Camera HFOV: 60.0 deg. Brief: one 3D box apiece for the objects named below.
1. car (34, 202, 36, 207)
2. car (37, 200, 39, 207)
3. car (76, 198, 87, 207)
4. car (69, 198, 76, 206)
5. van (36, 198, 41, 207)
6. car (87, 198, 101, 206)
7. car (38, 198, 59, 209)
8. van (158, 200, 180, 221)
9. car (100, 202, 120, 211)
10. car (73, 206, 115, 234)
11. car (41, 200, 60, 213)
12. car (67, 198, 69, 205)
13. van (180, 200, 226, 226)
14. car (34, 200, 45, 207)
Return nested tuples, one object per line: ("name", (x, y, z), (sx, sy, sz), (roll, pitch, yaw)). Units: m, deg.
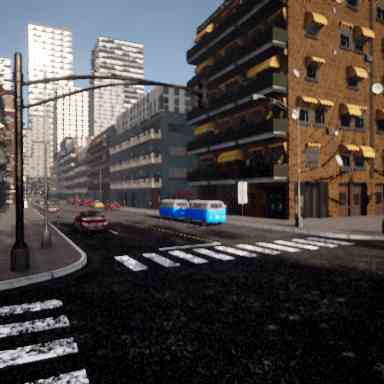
("car", (-32.276, 2.275, 70.904), (2.192, 1.841, 5.009), (-1, 0, -27))
("car", (-24.525, 2.300, 55.990), (2.008, 1.369, 4.403), (-1, 0, -27))
("car", (-22.255, 2.132, 69.752), (2.192, 1.841, 5.009), (-1, 0, -27))
("car", (-27.406, 2.273, 79.701), (2.192, 1.841, 5.009), (-1, 0, -27))
("van", (-27.105, 2.161, 60.965), (1.690, 1.788, 3.998), (-1, 0, -27))
("car", (-17.178, 2.204, 59.953), (1.752, 1.417, 4.829), (-1, 0, -27))
("car", (-21.953, 2.119, 51.015), (1.967, 1.590, 4.097), (-1, 0, -27))
("van", (-1.654, 1.598, 29.954), (1.690, 1.788, 3.998), (-1, 0, -27))
("car", (-11.949, 2.118, 49.853), (1.802, 1.307, 4.206), (-1, 0, -27))
("car", (-6.499, 1.841, 21.166), (1.802, 1.307, 4.206), (-1, 0, -27))
("car", (-19.374, 2.191, 46.041), (1.802, 1.307, 4.206), (-1, 0, -27))
("car", (-32.555, 2.414, 89.651), (2.192, 1.841, 5.009), (-1, 0, -27))
("van", (0.920, 1.528, 24.979), (1.690, 1.788, 3.998), (-1, 0, -27))
("car", (-34.861, 2.582, 75.871), (2.008, 1.369, 4.403), (-1, 0, -27))
